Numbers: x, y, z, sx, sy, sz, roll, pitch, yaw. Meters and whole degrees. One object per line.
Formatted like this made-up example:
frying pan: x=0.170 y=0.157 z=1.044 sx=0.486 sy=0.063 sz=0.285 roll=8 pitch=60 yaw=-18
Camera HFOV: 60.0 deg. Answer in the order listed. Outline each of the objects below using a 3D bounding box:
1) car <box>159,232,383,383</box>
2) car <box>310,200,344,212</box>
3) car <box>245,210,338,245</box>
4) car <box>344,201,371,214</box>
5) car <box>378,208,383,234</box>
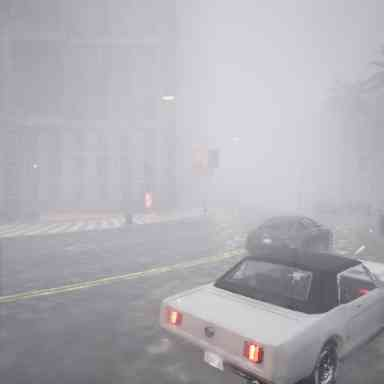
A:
car: x=1.893 y=1.601 z=5.224 sx=4.718 sy=1.301 sz=1.895 roll=0 pitch=0 yaw=-42
car: x=13.323 y=1.547 z=33.806 sx=2.033 sy=1.411 sz=5.357 roll=0 pitch=0 yaw=9
car: x=3.723 y=1.563 z=12.399 sx=1.994 sy=1.385 sz=4.181 roll=0 pitch=0 yaw=39
car: x=16.957 y=1.602 z=35.033 sx=1.895 sy=1.301 sz=4.718 roll=0 pitch=0 yaw=8
car: x=11.761 y=1.354 z=18.785 sx=2.097 sy=1.767 sz=4.553 roll=0 pitch=0 yaw=28
